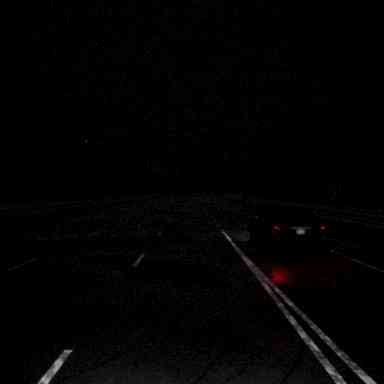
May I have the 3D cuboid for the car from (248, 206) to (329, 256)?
[{"bbox_3d":[3.599,1.341,13.222,2.097,1.767,4.553,0,0,-1],"label":"car"}]
